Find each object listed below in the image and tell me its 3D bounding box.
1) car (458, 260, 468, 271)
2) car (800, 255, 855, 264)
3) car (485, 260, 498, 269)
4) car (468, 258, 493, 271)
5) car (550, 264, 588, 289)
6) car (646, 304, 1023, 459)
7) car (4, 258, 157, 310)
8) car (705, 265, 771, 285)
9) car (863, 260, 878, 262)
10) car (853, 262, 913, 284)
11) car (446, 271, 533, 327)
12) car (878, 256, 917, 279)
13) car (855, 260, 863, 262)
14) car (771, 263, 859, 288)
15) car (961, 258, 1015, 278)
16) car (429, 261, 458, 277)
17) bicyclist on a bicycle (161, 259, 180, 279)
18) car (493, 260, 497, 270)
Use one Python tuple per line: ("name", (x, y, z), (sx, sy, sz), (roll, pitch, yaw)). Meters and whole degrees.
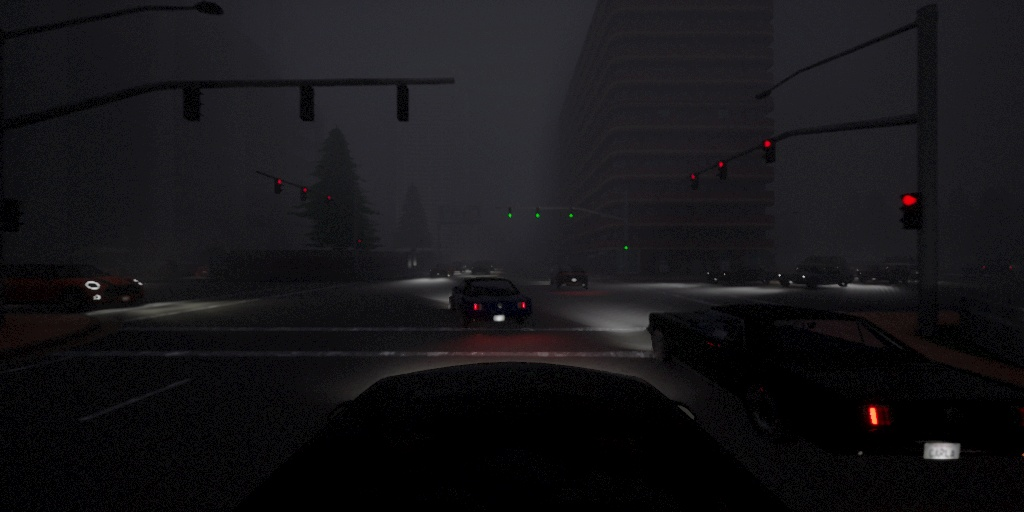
("car", (-7.079, 1.386, 46.296), (2.033, 1.411, 5.357), (0, 0, 0))
("car", (25.657, 0.972, 29.646), (5.566, 2.045, 2.150), (0, 0, -31))
("car", (-3.484, 1.417, 61.934), (2.033, 1.411, 5.357), (0, 0, 0))
("car", (-3.585, 1.307, 41.539), (1.882, 1.535, 5.008), (0, 0, 0))
("car", (3.601, 1.239, 23.258), (1.882, 1.535, 5.008), (0, 0, 0))
("car", (3.648, 1.358, 5.236), (1.895, 1.301, 4.718), (0, 0, 1))
("car", (-17.216, 1.071, 13.908), (4.553, 1.767, 2.097), (0, 0, 0))
("car", (16.596, 1.344, 26.047), (4.718, 1.301, 1.895), (0, 0, -14))
("car", (41.673, 1.277, 40.870), (1.837, 1.490, 4.892), (0, 0, 30))
("car", (27.927, 1.346, 26.955), (4.718, 1.301, 1.895), (0, 0, -31))
("car", (-0.905, 1.358, 11.685), (1.895, 1.301, 4.718), (0, 0, -15))
("car", (35.577, 0.978, 32.991), (2.150, 2.045, 5.566), (0, 0, 44))
("car", (33.390, 1.288, 35.762), (1.812, 1.442, 4.674), (0, 0, 42))
("car", (19.577, 1.338, 23.196), (4.718, 1.301, 1.895), (0, 0, -18))
("car", (46.282, 1.112, 35.033), (2.097, 1.767, 4.553), (0, 0, 34))
("car", (-7.090, 1.420, 36.644), (1.895, 1.301, 4.718), (0, 0, 0))
("bicyclist on a bicycle", (-27.879, 1.050, 29.326), (0.582, 1.620, 1.656), (0, 0, 0))
("car", (-3.559, 1.354, 51.638), (1.837, 1.490, 4.892), (0, 0, 0))
